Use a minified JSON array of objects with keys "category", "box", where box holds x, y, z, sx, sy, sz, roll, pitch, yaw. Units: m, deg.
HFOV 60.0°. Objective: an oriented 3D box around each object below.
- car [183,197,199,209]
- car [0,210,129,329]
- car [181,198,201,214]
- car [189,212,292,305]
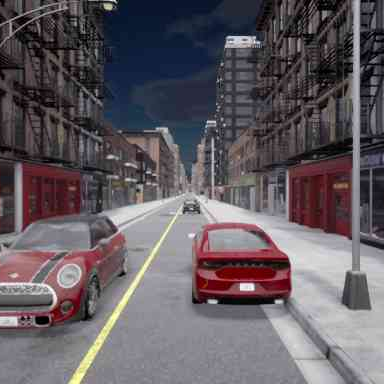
[{"category":"car","box":[-0.137,1.522,45.814,2.128,1.511,4.902,0,0,0]},{"category":"car","box":[-2.773,1.351,7.241,2.097,1.767,4.553,0,0,0]},{"category":"car","box":[-0.047,1.543,35.645,1.812,1.442,4.674,0,0,0]},{"category":"car","box":[0.936,1.478,8.179,1.882,1.535,5.008,0,0,0]}]
